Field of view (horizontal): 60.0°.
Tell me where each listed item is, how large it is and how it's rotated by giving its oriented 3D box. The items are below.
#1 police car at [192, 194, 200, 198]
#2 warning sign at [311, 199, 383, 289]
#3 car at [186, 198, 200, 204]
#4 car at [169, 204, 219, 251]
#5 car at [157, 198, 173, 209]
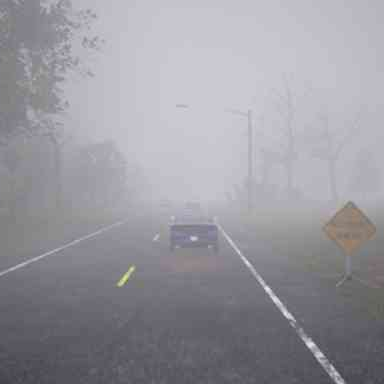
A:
[{"bbox_3d":[1.044,1.330,82.721,1.930,1.638,5.238,0,0,0],"label":"police car"},{"bbox_3d":[3.566,1.117,7.584,1.300,1.860,1.060,1,1,0],"label":"warning sign"},{"bbox_3d":[0.086,1.555,30.216,1.994,1.385,4.181,0,0,0],"label":"car"},{"bbox_3d":[0.084,1.477,14.103,1.882,1.535,5.008,0,0,0],"label":"car"},{"bbox_3d":[-3.590,1.523,45.291,2.033,1.411,5.357,0,0,0],"label":"car"}]
